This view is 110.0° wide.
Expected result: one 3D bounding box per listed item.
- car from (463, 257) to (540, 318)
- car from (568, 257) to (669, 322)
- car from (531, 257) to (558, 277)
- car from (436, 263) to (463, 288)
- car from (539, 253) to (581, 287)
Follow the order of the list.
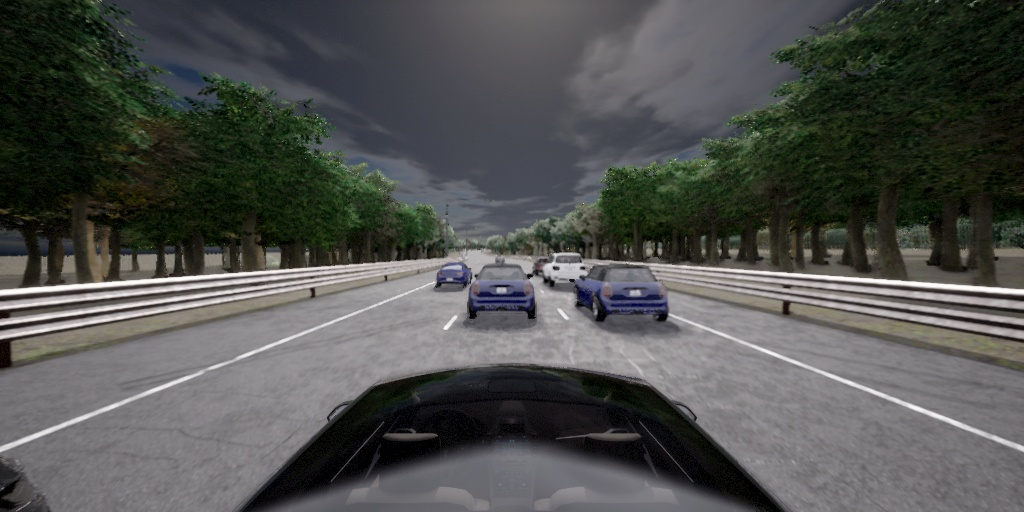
[{"bbox_3d":[-0.299,1.035,12.853,2.097,1.767,4.553,0,0,0],"label":"car"},{"bbox_3d":[3.446,1.038,12.195,2.097,1.767,4.553,0,0,-1],"label":"car"},{"bbox_3d":[3.028,0.989,34.381,2.033,1.649,4.856,0,0,-2],"label":"car"},{"bbox_3d":[-3.588,1.154,22.615,1.812,1.442,4.674,0,0,-1],"label":"car"},{"bbox_3d":[3.286,0.842,23.333,2.150,2.045,5.566,0,0,-1],"label":"car"}]
